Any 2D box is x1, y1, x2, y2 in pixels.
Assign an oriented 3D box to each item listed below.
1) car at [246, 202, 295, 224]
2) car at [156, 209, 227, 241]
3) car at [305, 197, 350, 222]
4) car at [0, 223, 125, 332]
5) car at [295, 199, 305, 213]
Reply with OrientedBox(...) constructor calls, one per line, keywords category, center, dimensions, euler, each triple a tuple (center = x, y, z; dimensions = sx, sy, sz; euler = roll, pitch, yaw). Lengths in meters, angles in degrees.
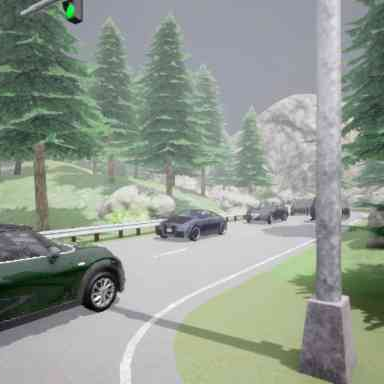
OrientedBox(category="car", center=(5.733, 1.506, 25.100), dimensions=(2.128, 1.511, 4.902), euler=(0, 0, 35))
OrientedBox(category="car", center=(0.090, 1.579, 16.910), dimensions=(1.994, 1.385, 4.181), euler=(0, 0, 35))
OrientedBox(category="car", center=(11.128, 1.352, 26.592), dimensions=(2.150, 2.045, 5.566), euler=(0, -1, 34))
OrientedBox(category="car", center=(-3.302, 1.300, 5.634), dimensions=(2.097, 1.767, 4.553), euler=(0, 0, 35))
OrientedBox(category="car", center=(11.314, 1.519, 33.658), dimensions=(1.837, 1.490, 4.892), euler=(0, 0, 28))
